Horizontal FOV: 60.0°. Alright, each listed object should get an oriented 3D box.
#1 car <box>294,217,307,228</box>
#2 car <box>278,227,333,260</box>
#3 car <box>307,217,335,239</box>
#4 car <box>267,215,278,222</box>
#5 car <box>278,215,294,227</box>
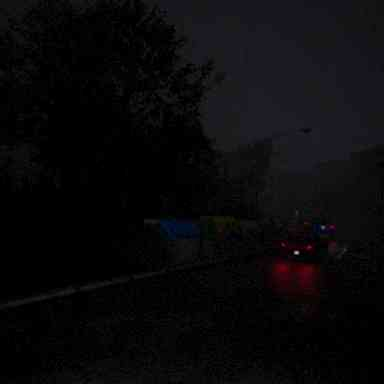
[{"bbox_3d":[15.767,4.361,45.119,2.150,2.045,5.566,0,-3,8],"label":"car"},{"bbox_3d":[6.272,2.859,18.353,1.895,1.301,4.718,1,-4,30],"label":"car"},{"bbox_3d":[13.289,3.670,34.116,2.150,2.045,5.566,0,-4,18],"label":"car"},{"bbox_3d":[16.127,5.256,64.781,1.837,1.490,4.892,0,-1,-4],"label":"car"},{"bbox_3d":[16.522,4.914,55.670,2.097,1.767,4.553,0,-2,-2],"label":"car"}]
